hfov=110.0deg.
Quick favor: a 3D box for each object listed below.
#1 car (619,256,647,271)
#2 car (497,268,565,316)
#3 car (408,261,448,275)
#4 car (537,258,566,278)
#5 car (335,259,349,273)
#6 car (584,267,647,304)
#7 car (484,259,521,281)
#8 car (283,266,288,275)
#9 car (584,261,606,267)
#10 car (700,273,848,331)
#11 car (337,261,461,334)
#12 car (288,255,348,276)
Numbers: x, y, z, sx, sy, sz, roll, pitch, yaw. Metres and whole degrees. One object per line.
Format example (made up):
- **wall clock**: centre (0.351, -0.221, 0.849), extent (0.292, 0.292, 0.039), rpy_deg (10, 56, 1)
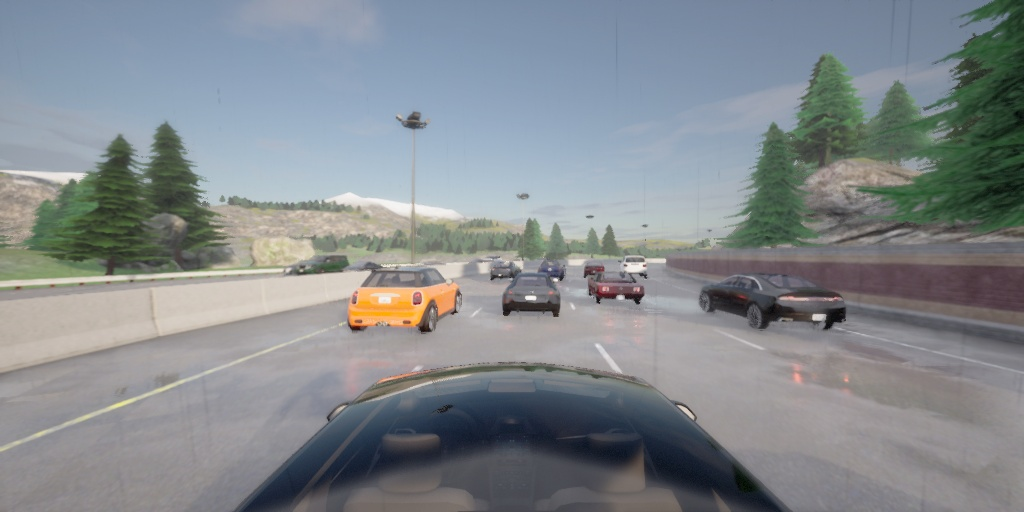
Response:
- **car**: centre (11.326, 0.993, 33.602), extent (2.150, 2.045, 5.566), rpy_deg (0, 0, 14)
- **car**: centre (0.778, 1.312, 13.483), extent (1.994, 1.385, 4.181), rpy_deg (0, 0, 5)
- **car**: centre (-9.064, 1.257, 39.325), extent (2.033, 1.411, 5.357), rpy_deg (0, 0, 15)
- **car**: centre (3.473, 1.102, 30.643), extent (2.097, 1.767, 4.553), rpy_deg (0, 0, 12)
- **car**: centre (-13.995, 1.223, 33.642), extent (1.812, 1.442, 4.674), rpy_deg (0, 0, 13)
- **car**: centre (4.574, 1.359, 16.459), extent (1.895, 1.301, 4.718), rpy_deg (0, 0, 6)
- **car**: centre (-0.425, 1.230, 29.214), extent (2.128, 1.511, 4.902), rpy_deg (0, 0, 11)
- **car**: centre (-20.581, 1.170, 36.167), extent (2.128, 1.511, 4.902), rpy_deg (0, 0, 13)
- **car**: centre (7.909, 1.239, 34.232), extent (1.882, 1.535, 5.008), rpy_deg (0, 0, 14)
- **car**: centre (7.580, 1.260, 11.050), extent (2.128, 1.511, 4.902), rpy_deg (0, 0, 4)
- **car**: centre (-2.944, 1.090, 10.822), extent (2.097, 1.767, 4.553), rpy_deg (0, 0, 4)
- **car**: centre (-17.588, 0.908, 33.598), extent (2.150, 2.045, 5.566), rpy_deg (0, 0, 12)
